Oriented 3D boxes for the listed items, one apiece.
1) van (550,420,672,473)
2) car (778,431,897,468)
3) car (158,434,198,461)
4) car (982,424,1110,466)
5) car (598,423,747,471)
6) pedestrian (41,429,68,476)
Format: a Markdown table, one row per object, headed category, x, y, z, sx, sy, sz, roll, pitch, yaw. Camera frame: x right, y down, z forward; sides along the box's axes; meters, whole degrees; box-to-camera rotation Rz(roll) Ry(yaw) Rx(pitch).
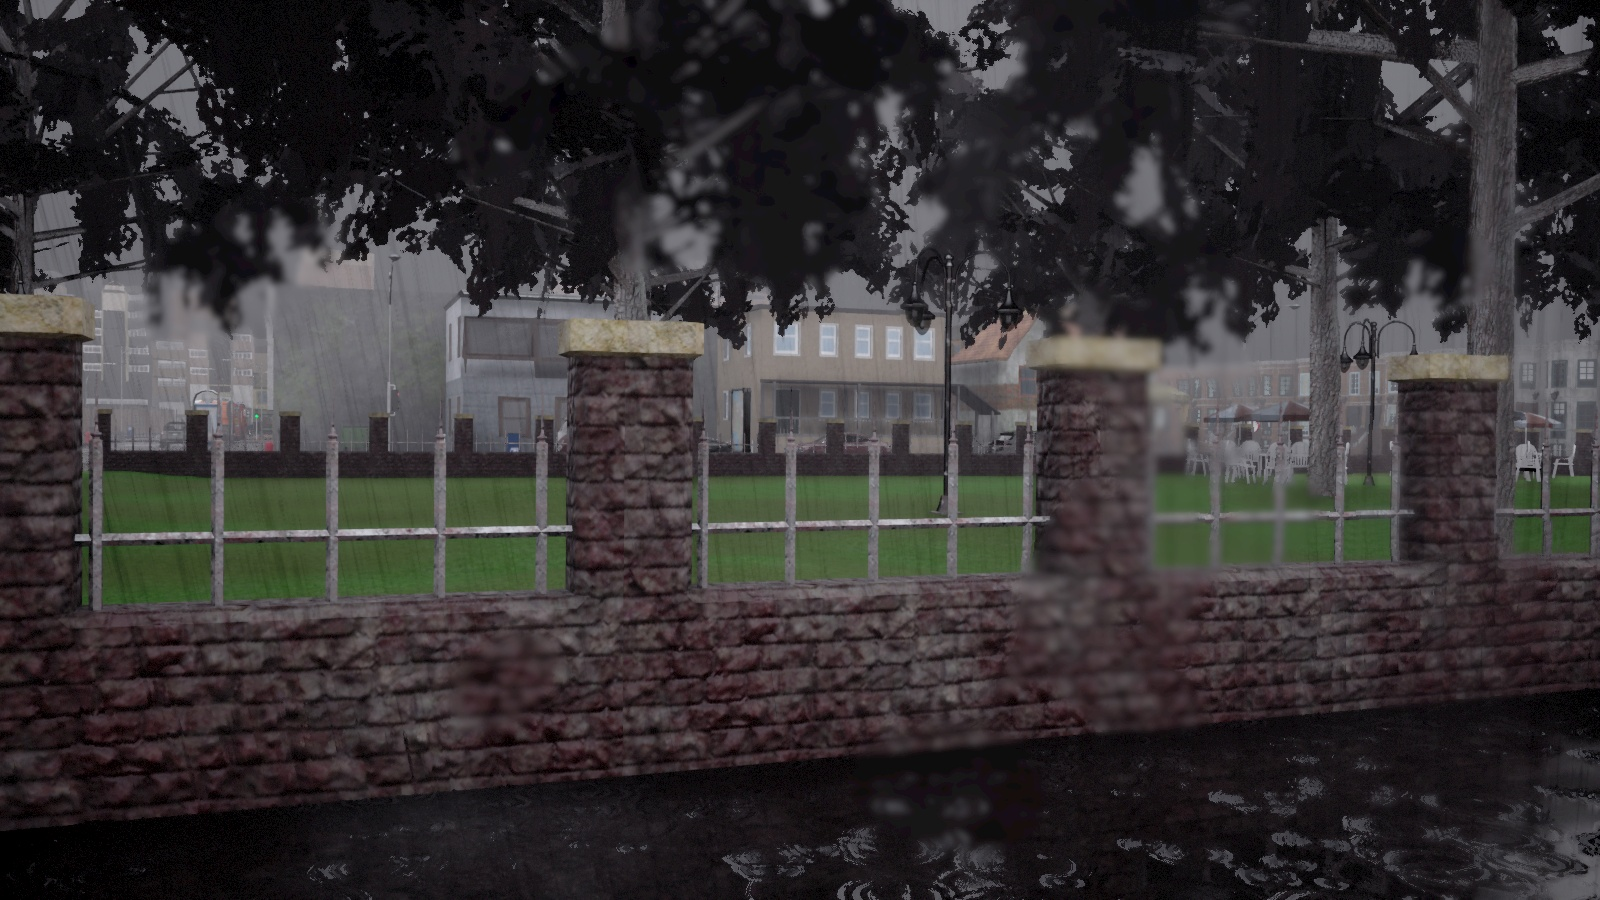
| category | x | y | z | sx | sy | sz | roll | pitch | yaw |
| --- | --- | --- | --- | --- | --- | --- | --- | --- | --- |
| van | -7.425 | -0.173 | 49.389 | 4.442 | 1.987 | 1.775 | -1 | 1 | -21 |
| car | 1.576 | -0.052 | 52.808 | 4.674 | 1.442 | 1.812 | -1 | 1 | -21 |
| car | -38.908 | -0.162 | 78.608 | 1.851 | 1.617 | 3.988 | -1 | 1 | -21 |
| car | 10.141 | -0.224 | 51.776 | 4.856 | 1.649 | 2.033 | -1 | 1 | -21 |
| car | -4.694 | -0.123 | 46.150 | 5.027 | 1.651 | 2.152 | -1 | 1 | -21 |
| pedestrian | -29.383 | 0.100 | 49.512 | 0.540 | 1.848 | 0.694 | 0 | 1 | 30 |
